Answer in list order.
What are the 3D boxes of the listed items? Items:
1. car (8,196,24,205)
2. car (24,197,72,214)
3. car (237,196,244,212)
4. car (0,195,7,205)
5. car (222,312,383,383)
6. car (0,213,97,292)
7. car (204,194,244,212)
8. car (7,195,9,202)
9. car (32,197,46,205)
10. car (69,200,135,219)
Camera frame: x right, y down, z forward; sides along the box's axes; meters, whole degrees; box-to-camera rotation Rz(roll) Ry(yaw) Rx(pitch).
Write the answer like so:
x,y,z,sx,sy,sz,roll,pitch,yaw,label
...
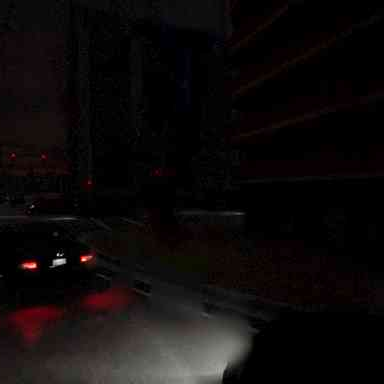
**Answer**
x,y,z,sx,sy,sz,roll,pitch,yaw,label
-31.261,1.491,60.092,2.128,1.511,4.902,0,0,-23,car
-13.325,1.400,32.100,4.553,1.767,2.097,0,0,-22,car
7.873,1.560,37.059,4.892,1.490,1.837,0,0,-22,car
-35.053,1.601,59.822,1.895,1.301,4.718,0,0,-22,car
2.800,1.547,2.071,5.357,1.411,2.033,0,0,35,car
-4.408,1.547,9.102,2.033,1.411,5.357,0,0,-38,car
4.162,1.276,39.313,5.566,2.045,2.150,0,0,-22,car
-39.267,1.355,69.823,2.097,1.767,4.553,0,0,-23,car
-26.800,1.547,58.518,2.033,1.411,5.357,0,0,-23,car
-7.904,1.597,30.153,5.357,1.411,2.033,0,0,-28,car
